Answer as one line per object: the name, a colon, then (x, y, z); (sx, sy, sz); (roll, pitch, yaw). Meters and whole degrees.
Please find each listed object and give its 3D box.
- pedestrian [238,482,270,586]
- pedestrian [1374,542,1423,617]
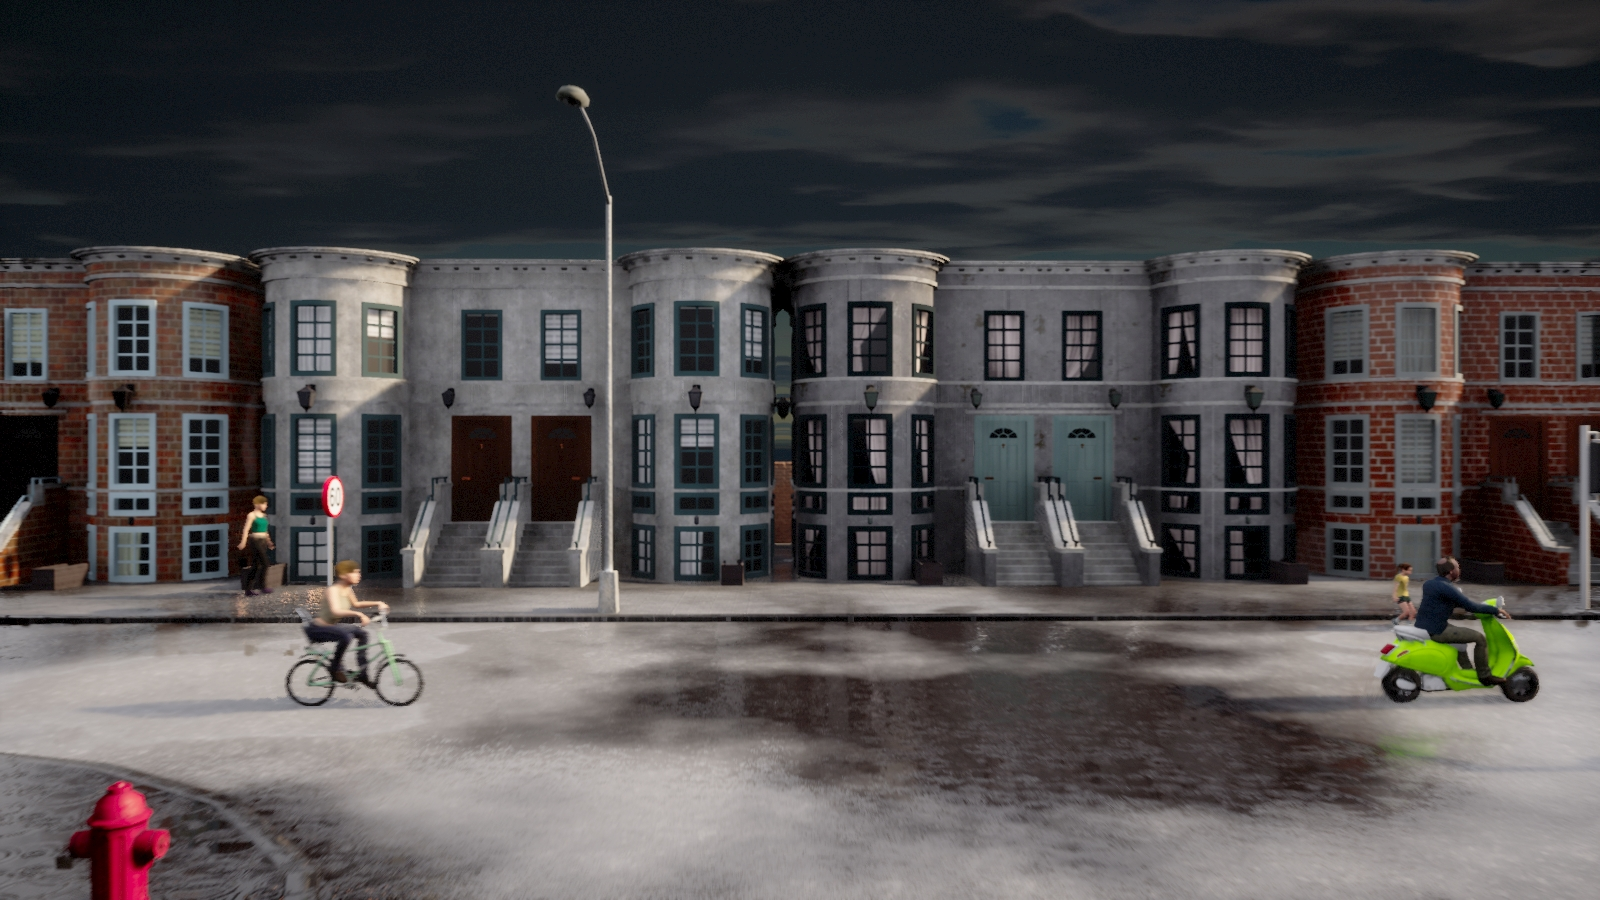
pedestrian: (-9.990, 1.525, 20.901); (0.375, 1.860, 0.375); (0, 0, 8)
pedestrian: (9.322, 2.008, 17.797); (0.500, 1.100, 0.500); (0, 0, -34)
